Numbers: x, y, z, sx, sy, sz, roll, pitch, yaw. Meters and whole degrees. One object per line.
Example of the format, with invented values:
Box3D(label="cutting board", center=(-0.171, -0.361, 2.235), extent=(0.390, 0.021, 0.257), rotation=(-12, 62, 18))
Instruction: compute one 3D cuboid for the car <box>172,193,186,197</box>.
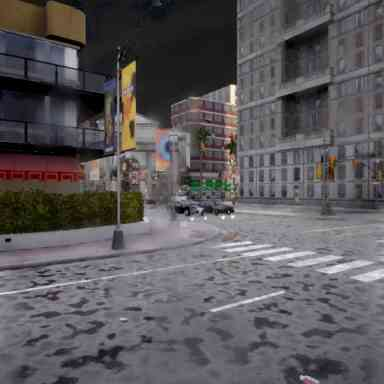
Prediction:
Box3D(label="car", center=(-2.557, 1.221, 62.268), extent=(2.150, 2.045, 5.566), rotation=(0, 0, -15))

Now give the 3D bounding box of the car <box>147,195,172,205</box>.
Box3D(label="car", center=(-6.270, 1.505, 59.585), extent=(1.837, 1.490, 4.892), rotation=(0, 0, -44))

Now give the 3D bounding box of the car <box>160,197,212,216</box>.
Box3D(label="car", center=(-0.657, 1.491, 32.176), extent=(2.128, 1.511, 4.902), rotation=(0, 0, -35))

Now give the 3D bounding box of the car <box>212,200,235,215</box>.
Box3D(label="car", center=(2.028, 1.547, 34.440), extent=(2.033, 1.411, 5.357), rotation=(0, 0, -35))
